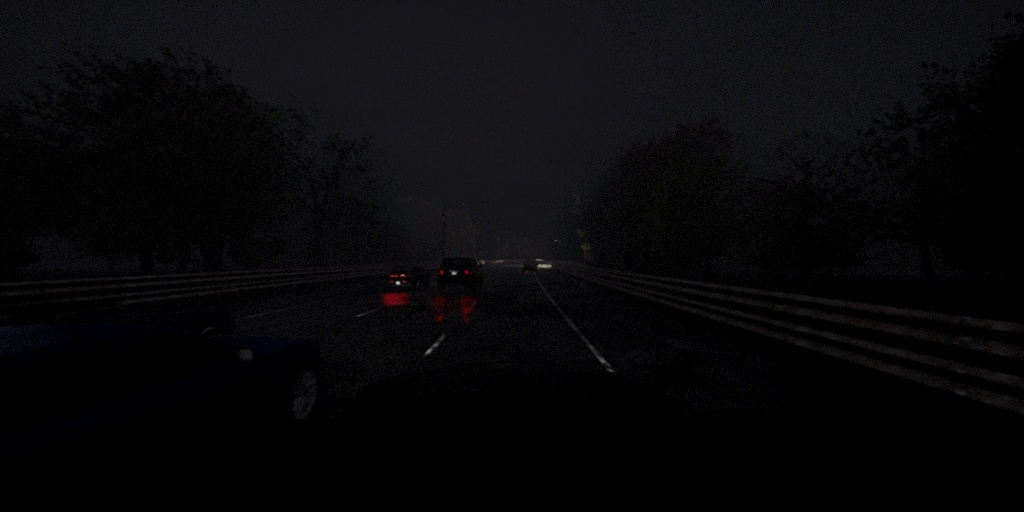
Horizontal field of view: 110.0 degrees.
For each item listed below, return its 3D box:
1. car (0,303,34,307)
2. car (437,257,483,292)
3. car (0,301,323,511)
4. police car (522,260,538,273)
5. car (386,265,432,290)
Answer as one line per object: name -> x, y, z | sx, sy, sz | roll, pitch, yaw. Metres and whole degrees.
car -> -6.886, 1.353, 5.582 | 1.895, 1.301, 4.718 | 0, 0, 0
car -> -3.139, 1.069, 22.454 | 2.150, 2.045, 5.566 | 0, 0, 1
car -> -3.378, 1.224, 2.642 | 1.882, 1.535, 5.008 | 0, 0, 0
police car -> 2.353, 1.427, 47.638 | 1.930, 1.638, 5.238 | 0, 0, 3
car -> -6.610, 1.349, 23.403 | 1.837, 1.490, 4.892 | 0, 0, 1
